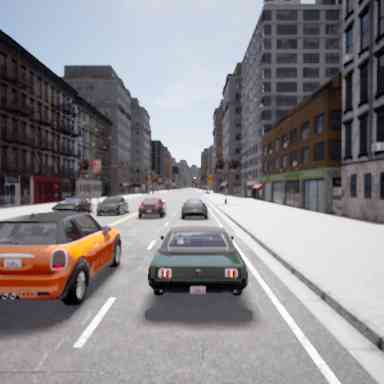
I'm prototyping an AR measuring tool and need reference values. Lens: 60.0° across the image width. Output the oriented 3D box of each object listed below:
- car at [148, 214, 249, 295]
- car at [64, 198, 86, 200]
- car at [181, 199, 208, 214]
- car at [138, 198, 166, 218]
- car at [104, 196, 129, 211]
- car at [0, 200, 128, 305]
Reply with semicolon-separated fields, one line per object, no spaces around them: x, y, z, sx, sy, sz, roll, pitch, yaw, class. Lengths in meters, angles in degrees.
0.132;1.482;8.312;1.895;1.301;4.718;0;1;0;car
-9.744;1.166;27.455;2.033;1.411;5.357;0;1;0;car
0.199;1.210;25.271;1.994;1.385;4.181;0;1;0;car
-3.048;1.162;26.018;1.812;1.442;4.674;0;1;0;car
-6.491;1.121;27.563;1.837;1.490;4.892;0;1;0;car
-3.122;1.238;7.968;2.097;1.767;4.553;0;1;1;car
